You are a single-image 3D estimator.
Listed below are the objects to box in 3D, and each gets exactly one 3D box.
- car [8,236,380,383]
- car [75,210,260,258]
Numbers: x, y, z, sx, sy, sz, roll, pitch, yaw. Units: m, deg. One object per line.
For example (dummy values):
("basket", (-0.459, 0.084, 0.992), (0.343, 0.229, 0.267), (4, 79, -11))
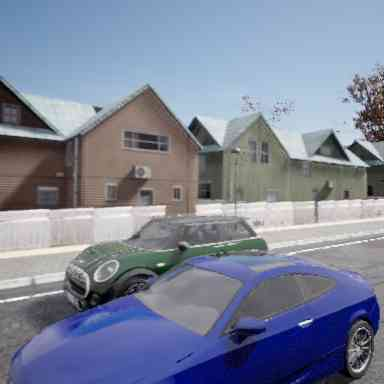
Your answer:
("car", (0.447, 1.514, 3.970), (4.674, 1.442, 1.812), (0, 0, -35))
("car", (-0.366, 1.334, 7.368), (4.553, 1.767, 2.097), (0, 0, -35))
